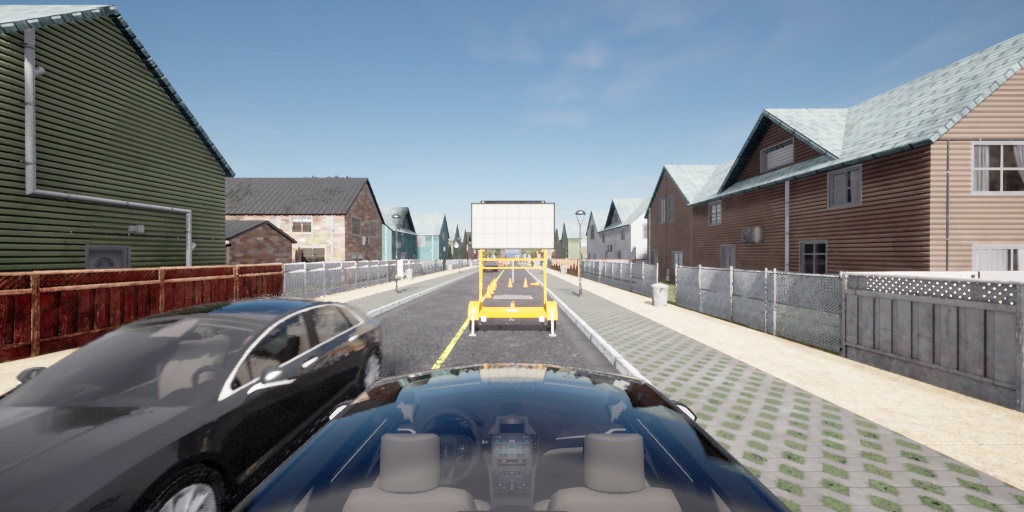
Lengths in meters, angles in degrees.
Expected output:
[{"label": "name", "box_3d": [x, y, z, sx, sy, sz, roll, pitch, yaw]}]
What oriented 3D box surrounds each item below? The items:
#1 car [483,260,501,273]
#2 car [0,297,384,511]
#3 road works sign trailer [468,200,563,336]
[{"label": "car", "box_3d": [-2.747, 1.323, 44.490, 1.882, 1.535, 5.008, 0, 0, 0]}, {"label": "car", "box_3d": [-2.841, 1.254, 3.569, 1.837, 1.490, 4.892, 0, 0, 0]}, {"label": "road works sign trailer", "box_3d": [0.029, 0.215, 10.350, 2.380, 3.560, 2.880, 0, 0, 1]}]
